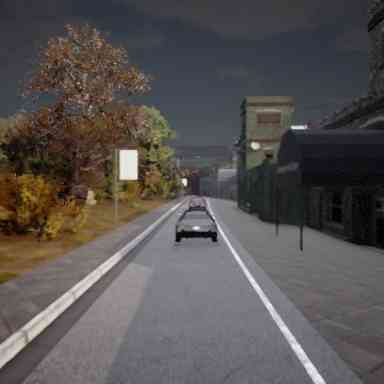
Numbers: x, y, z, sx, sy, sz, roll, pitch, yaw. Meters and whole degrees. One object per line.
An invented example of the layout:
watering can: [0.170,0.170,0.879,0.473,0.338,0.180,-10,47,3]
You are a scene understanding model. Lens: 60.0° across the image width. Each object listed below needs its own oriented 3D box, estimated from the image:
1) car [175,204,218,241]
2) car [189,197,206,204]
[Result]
car: [0.220,1.544,16.681,1.994,1.385,4.181,0,0,1]
car: [0.597,1.229,35.659,2.033,1.411,5.357,0,1,2]
